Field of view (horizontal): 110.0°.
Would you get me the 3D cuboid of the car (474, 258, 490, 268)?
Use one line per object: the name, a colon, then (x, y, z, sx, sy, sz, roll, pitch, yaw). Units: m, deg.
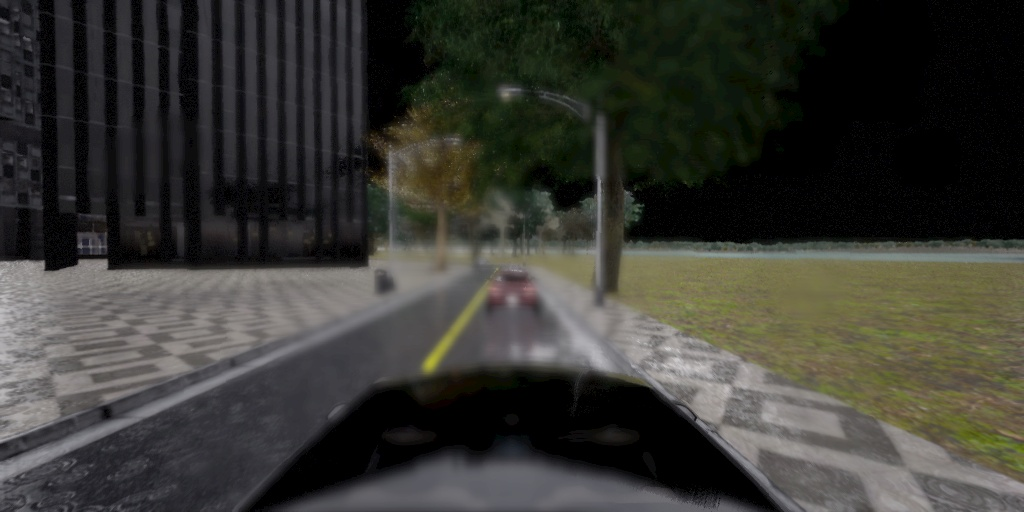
car: (-4.330, 0.978, 51.679, 2.128, 1.511, 4.902, 0, 0, -13)

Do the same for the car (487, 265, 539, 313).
car: (0.060, 1.251, 13.851, 1.812, 1.442, 4.674, 0, 0, 1)
